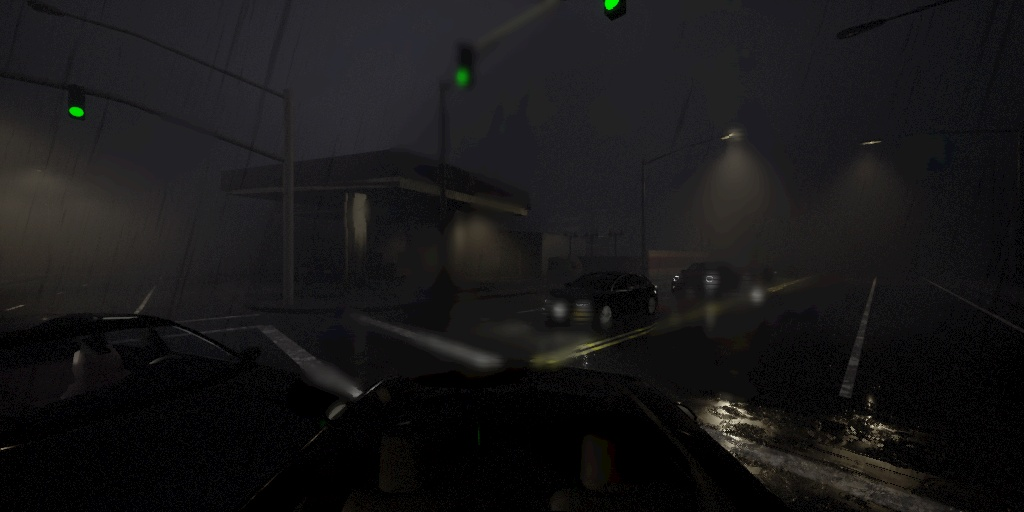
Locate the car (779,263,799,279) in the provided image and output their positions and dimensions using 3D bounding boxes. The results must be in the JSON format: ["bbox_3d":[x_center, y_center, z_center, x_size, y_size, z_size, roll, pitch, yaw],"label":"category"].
[{"bbox_3d":[24.202,1.312,32.129,4.181,1.385,1.994,0,0,-44],"label":"car"}]

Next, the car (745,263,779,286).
[{"bbox_3d":[16.977,1.312,25.169,1.994,1.385,4.181,0,0,45],"label":"car"}]

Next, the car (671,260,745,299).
[{"bbox_3d":[9.960,1.101,18.350,4.553,1.767,2.097,0,0,-44],"label":"car"}]

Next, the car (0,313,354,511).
[{"bbox_3d":[-3.387,1.242,2.660,4.902,1.511,2.128,0,0,16],"label":"car"}]

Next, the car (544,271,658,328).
[{"bbox_3d":[3.032,1.254,11.595,4.892,1.490,1.837,0,0,-45],"label":"car"}]
